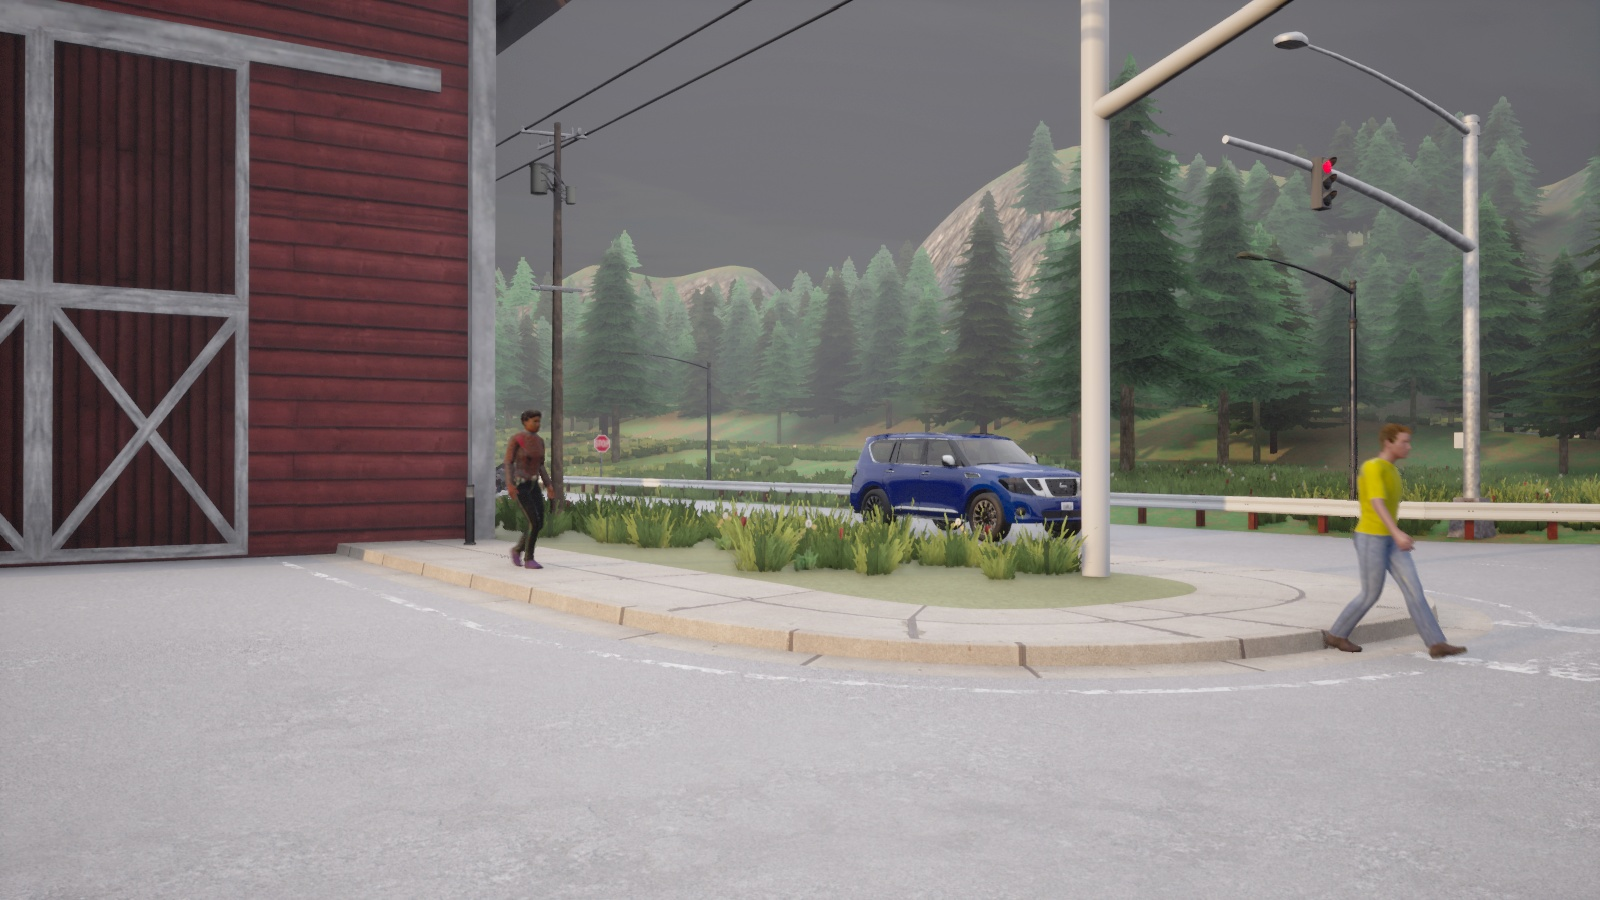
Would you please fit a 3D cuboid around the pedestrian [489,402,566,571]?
[{"bbox_3d":[-3.000,0.393,13.828,0.869,1.805,0.328,-1,0,36],"label":"pedestrian"}]

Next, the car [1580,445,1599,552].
[{"bbox_3d":[14.201,0.729,18.952,3.988,1.617,1.851,0,0,-14],"label":"car"}]

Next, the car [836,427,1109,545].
[{"bbox_3d":[3.206,0.646,24.696,2.150,2.045,5.566,0,0,-34],"label":"car"}]

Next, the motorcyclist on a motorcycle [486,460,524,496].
[{"bbox_3d":[-12.963,1.226,55.141,0.866,1.530,2.191,0,0,-34],"label":"motorcyclist on a motorcycle"}]

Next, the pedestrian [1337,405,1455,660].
[{"bbox_3d":[4.461,0.596,9.410,0.354,1.836,0.706,0,0,-41],"label":"pedestrian"}]
